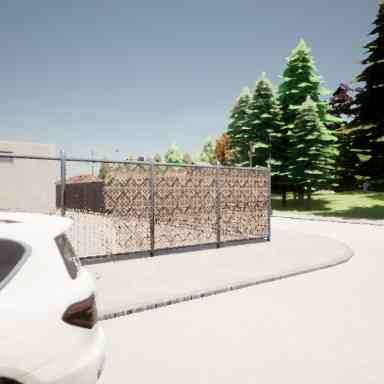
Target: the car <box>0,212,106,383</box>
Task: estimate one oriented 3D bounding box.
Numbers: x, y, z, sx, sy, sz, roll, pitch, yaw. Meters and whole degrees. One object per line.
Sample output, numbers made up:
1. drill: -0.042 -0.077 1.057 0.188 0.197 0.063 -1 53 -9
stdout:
1. car: -3.400 1.221 2.182 5.566 2.045 2.150 0 0 -36
